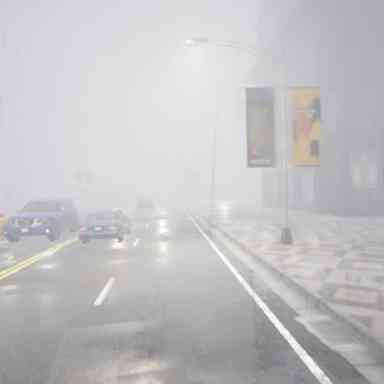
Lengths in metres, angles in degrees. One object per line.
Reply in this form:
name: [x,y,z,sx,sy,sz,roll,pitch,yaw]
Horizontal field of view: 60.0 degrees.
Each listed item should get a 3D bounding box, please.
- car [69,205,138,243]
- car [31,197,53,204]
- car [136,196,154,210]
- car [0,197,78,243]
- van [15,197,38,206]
car: [-4.151,1.599,16.571,2.033,1.411,5.357,-2,0,-4]
car: [-36.013,2.050,79.892,4.313,1.339,1.947,-1,1,-4]
car: [-5.970,1.349,42.603,2.097,1.767,4.553,-2,0,-4]
car: [-7.692,1.363,17.681,2.150,2.045,5.566,-2,0,-4]
van: [-35.429,1.951,71.385,3.998,1.788,1.690,-1,1,-4]
